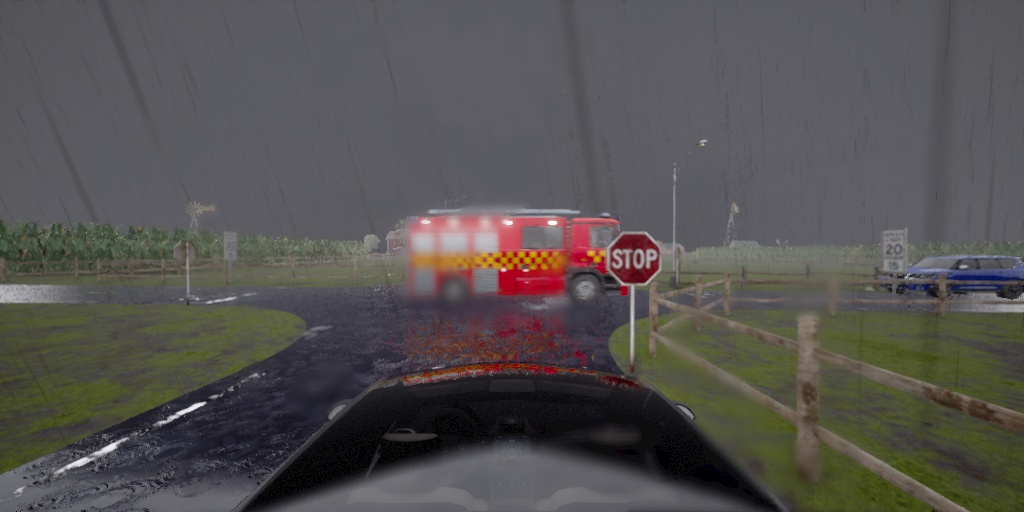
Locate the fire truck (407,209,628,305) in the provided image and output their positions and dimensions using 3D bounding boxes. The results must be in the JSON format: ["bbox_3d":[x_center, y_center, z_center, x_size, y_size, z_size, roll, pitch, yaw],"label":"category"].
[{"bbox_3d":[0.249,-0.032,14.947,8.468,3.827,2.891,0,1,1],"label":"fire truck"}]

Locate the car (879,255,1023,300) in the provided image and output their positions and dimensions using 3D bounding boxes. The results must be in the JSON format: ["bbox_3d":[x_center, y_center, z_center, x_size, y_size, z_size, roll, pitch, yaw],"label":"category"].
[{"bbox_3d":[21.596,0.984,17.613,5.566,2.045,2.150,0,1,1],"label":"car"}]
